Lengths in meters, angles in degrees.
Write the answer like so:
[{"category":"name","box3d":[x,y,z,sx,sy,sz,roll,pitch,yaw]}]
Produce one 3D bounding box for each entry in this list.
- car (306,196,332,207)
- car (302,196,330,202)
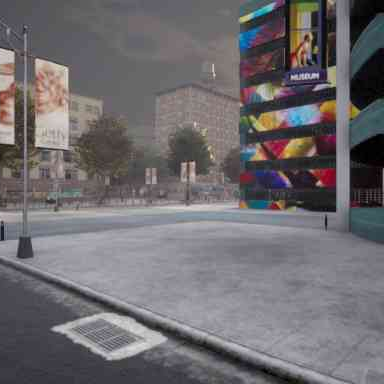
[{"category":"car","box3d":[19.548,1.413,51.047,2.161,1.482,4.786,0,0,43]},{"category":"car","box3d":[14.241,1.320,39.318,2.002,1.452,4.674,0,0,43]}]
